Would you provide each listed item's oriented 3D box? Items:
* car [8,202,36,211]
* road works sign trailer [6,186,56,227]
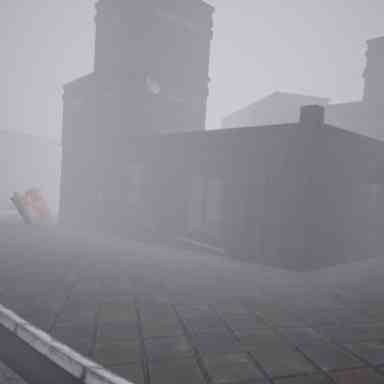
[{"bbox_3d":[-23.354,1.951,46.095,1.994,1.385,4.181,4,-1,8],"label":"car"},{"bbox_3d":[-10.577,1.182,20.992,2.880,2.380,3.560,-29,8,-18],"label":"road works sign trailer"}]
